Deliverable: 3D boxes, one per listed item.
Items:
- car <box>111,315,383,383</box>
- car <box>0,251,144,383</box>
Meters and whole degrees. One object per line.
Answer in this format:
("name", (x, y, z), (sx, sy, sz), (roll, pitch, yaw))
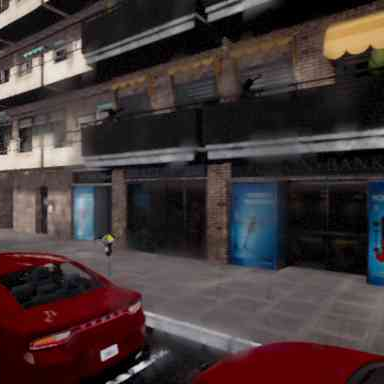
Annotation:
("car", (1.902, 1.544, 1.517), (4.507, 1.381, 1.887), (0, 0, 36))
("car", (-2.682, 1.548, 4.786), (4.507, 1.381, 1.887), (0, 0, 36))
